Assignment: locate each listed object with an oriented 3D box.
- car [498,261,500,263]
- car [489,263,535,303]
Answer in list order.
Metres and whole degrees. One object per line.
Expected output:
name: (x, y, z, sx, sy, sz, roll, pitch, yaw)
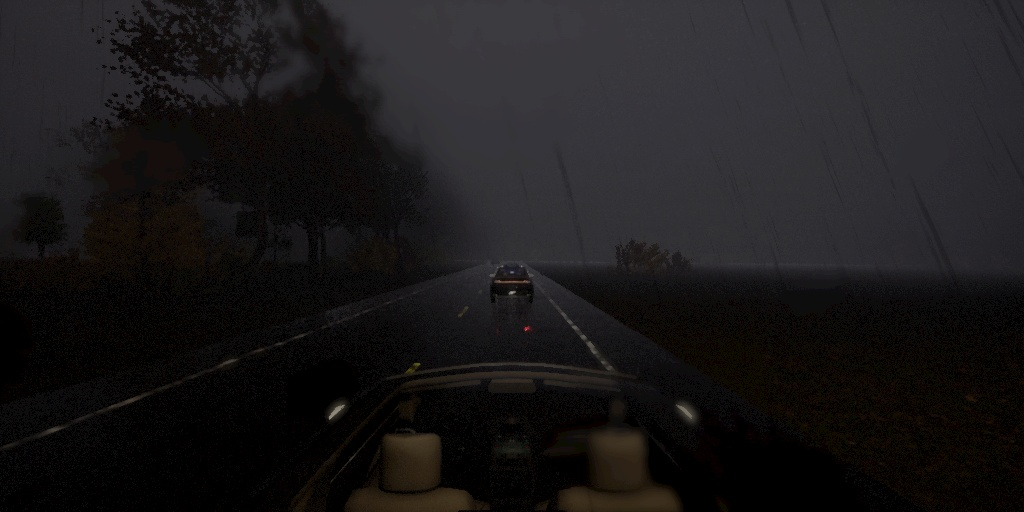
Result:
car: (0.000, 1.307, 31.502, 1.994, 1.385, 4.181, 0, 0, 0)
car: (0.000, 1.238, 16.501, 2.128, 1.511, 4.902, 0, 0, 0)
